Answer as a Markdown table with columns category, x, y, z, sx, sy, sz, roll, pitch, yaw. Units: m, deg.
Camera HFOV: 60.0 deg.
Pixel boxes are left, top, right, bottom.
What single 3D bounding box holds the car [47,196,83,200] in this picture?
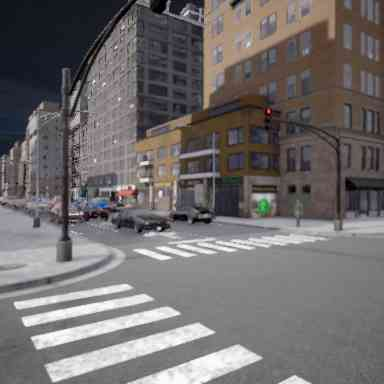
| category | x | y | z | sx | sy | sz | roll | pitch | yaw |
| --- | --- | --- | --- | --- | --- | --- | --- | --- | --- |
| car | -14.702 | 1.509 | 38.238 | 2.150 | 2.045 | 5.566 | 0 | -1 | -33 |

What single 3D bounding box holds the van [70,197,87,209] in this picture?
| category | x | y | z | sx | sy | sz | roll | pitch | yaw |
| --- | --- | --- | --- | --- | --- | --- | --- | --- | --- |
| van | -18.340 | 1.775 | 53.644 | 1.690 | 1.788 | 3.998 | 0 | -1 | -33 |

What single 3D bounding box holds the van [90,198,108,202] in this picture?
| category | x | y | z | sx | sy | sz | roll | pitch | yaw |
| --- | --- | --- | --- | --- | --- | --- | --- | --- | --- |
| van | -12.263 | 1.695 | 44.450 | 1.690 | 1.788 | 3.998 | 0 | -1 | -33 |

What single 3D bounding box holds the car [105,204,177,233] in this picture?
| category | x | y | z | sx | sy | sz | roll | pitch | yaw |
| --- | --- | --- | --- | --- | --- | --- | --- | --- | --- |
| car | -3.385 | 1.700 | 21.032 | 2.033 | 1.411 | 5.357 | 1 | -1 | -35 |

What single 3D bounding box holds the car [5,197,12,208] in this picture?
| category | x | y | z | sx | sy | sz | roll | pitch | yaw |
| --- | --- | --- | --- | --- | --- | --- | --- | --- | --- |
| car | -31.113 | 2.010 | 58.412 | 2.008 | 1.369 | 4.403 | 0 | -1 | -33 |

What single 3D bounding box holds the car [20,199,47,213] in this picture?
| category | x | y | z | sx | sy | sz | roll | pitch | yaw |
| --- | --- | --- | --- | --- | --- | --- | --- | --- | --- |
| car | -18.958 | 1.846 | 40.023 | 2.008 | 1.369 | 4.403 | 0 | -1 | -33 |

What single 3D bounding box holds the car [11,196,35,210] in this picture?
| category | x | y | z | sx | sy | sz | roll | pitch | yaw |
| --- | --- | --- | --- | --- | --- | --- | --- | --- | --- |
| car | -25.035 | 1.816 | 49.219 | 1.967 | 1.590 | 4.097 | 0 | -1 | -33 |

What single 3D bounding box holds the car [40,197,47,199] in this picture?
| category | x | y | z | sx | sy | sz | roll | pitch | yaw |
| --- | --- | --- | --- | --- | --- | --- | --- | --- | --- |
| car | -25.017 | 1.969 | 59.143 | 2.128 | 1.511 | 4.902 | 0 | -1 | -33 |

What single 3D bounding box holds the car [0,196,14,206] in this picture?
| category | x | y | z | sx | sy | sz | roll | pitch | yaw |
| --- | --- | --- | --- | --- | --- | --- | --- | --- | --- |
| car | -37.190 | 2.088 | 67.607 | 1.887 | 1.381 | 4.507 | 0 | -1 | -33 |

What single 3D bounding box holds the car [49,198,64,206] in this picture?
| category | x | y | z | sx | sy | sz | roll | pitch | yaw |
| --- | --- | --- | --- | --- | --- | --- | --- | --- | --- |
| car | -27.456 | 1.999 | 67.435 | 1.967 | 1.590 | 4.097 | 0 | -1 | -33 |

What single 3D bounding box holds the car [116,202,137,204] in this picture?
| category | x | y | z | sx | sy | sz | roll | pitch | yaw |
| --- | --- | --- | --- | --- | --- | --- | --- | --- | --- |
| car | -6.187 | 1.860 | 35.254 | 1.802 | 1.307 | 4.206 | 0 | -1 | -33 |

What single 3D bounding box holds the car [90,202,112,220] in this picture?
| category | x | y | z | sx | sy | sz | roll | pitch | yaw |
| --- | --- | --- | --- | --- | --- | --- | --- | --- | --- |
| car | -8.907 | 1.817 | 29.417 | 1.895 | 1.301 | 4.718 | 0 | -1 | -33 |

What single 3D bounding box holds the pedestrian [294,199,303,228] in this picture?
| category | x | y | z | sx | sy | sz | roll | pitch | yaw |
| --- | --- | --- | --- | --- | --- | --- | --- | --- | --- |
| pedestrian | 6.682 | 1.319 | 20.999 | 0.375 | 1.860 | 0.375 | 1 | -1 | -33 |

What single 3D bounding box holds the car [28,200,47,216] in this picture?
| category | x | y | z | sx | sy | sz | roll | pitch | yaw |
| --- | --- | --- | --- | --- | --- | --- | --- | --- | --- |
| car | -15.920 | 1.839 | 35.426 | 1.802 | 1.307 | 4.206 | 0 | -1 | -33 |

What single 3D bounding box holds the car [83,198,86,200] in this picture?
| category | x | y | z | sx | sy | sz | roll | pitch | yaw |
| --- | --- | --- | --- | --- | --- | --- | --- | --- | --- |
| car | -15.302 | 1.943 | 49.045 | 2.008 | 1.369 | 4.403 | 0 | -1 | -33 |

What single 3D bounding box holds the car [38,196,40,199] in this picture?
| category | x | y | z | sx | sy | sz | roll | pitch | yaw |
| --- | --- | --- | --- | --- | --- | --- | --- | --- | --- |
| car | -33.534 | 2.083 | 76.630 | 1.967 | 1.590 | 4.097 | 0 | -1 | -33 |

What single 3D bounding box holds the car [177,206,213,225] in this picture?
| category | x | y | z | sx | sy | sz | roll | pitch | yaw |
| --- | --- | --- | --- | --- | --- | --- | --- | --- | --- |
| car | -0.109 | 1.773 | 26.059 | 1.947 | 1.339 | 4.313 | 1 | -1 | -33 |

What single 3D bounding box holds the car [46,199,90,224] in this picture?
| category | x | y | z | sx | sy | sz | roll | pitch | yaw |
| --- | --- | --- | --- | --- | --- | --- | --- | --- | --- |
| car | -9.842 | 1.625 | 26.233 | 1.967 | 1.590 | 4.097 | 1 | -1 | -33 |

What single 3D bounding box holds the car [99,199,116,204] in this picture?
| category | x | y | z | sx | sy | sz | roll | pitch | yaw |
| --- | --- | --- | --- | --- | --- | --- | --- | --- | --- |
| car | -9.225 | 1.881 | 39.851 | 1.947 | 1.339 | 4.313 | 0 | -1 | -33 |

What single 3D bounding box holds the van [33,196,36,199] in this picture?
| category | x | y | z | sx | sy | sz | roll | pitch | yaw |
| --- | --- | --- | --- | --- | --- | --- | --- | --- | --- |
| van | -39.611 | 2.066 | 85.825 | 1.690 | 1.788 | 3.998 | 0 | -1 | -33 |
